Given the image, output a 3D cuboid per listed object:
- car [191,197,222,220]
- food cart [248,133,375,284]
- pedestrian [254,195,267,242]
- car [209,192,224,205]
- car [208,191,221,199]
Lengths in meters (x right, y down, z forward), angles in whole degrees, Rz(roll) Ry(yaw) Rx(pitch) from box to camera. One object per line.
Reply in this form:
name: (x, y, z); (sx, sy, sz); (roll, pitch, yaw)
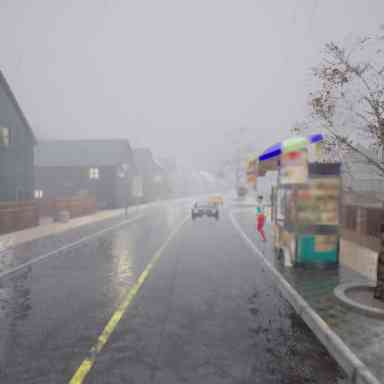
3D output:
car: (1.025, 1.289, 24.226); (1.895, 1.301, 4.718); (0, 1, 5)
food cart: (3.228, 0.337, 10.244); (2.280, 3.560, 4.660); (1, 2, 2)
pedestrian: (2.624, 0.981, 12.713); (0.375, 1.860, 0.375); (-1, 1, 3)
car: (3.327, 0.892, 45.495); (1.882, 1.535, 5.008); (0, 1, 8)
car: (4.861, 0.617, 71.351); (2.033, 1.411, 5.357); (0, 1, 12)
